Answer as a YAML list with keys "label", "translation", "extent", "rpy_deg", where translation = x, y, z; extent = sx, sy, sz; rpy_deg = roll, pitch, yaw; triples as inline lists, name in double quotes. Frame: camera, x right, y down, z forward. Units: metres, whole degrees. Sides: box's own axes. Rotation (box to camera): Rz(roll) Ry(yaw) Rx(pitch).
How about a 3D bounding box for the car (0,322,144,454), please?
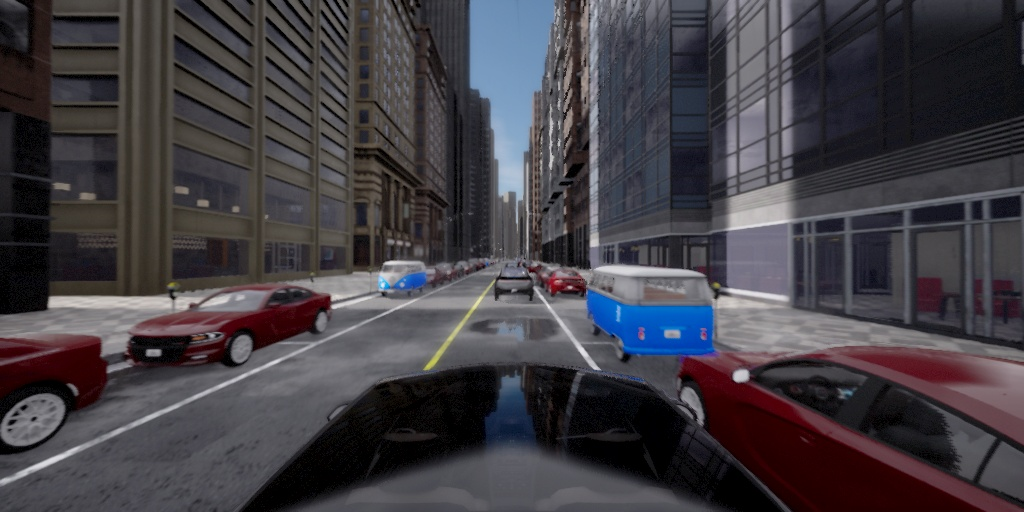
- label: "car"
  translation: [-5.763, 1.297, 2.410]
  extent: [1.888, 1.381, 4.507]
  rpy_deg: [0, 0, 0]

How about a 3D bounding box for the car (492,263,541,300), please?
- label: "car"
  translation: [0.092, 1.313, 17.990]
  extent: [2.128, 1.511, 4.902]
  rpy_deg: [0, 0, 0]

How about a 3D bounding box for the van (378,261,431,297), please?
- label: "van"
  translation: [-5.771, 1.167, 19.216]
  extent: [1.690, 1.789, 3.998]
  rpy_deg: [0, 0, 0]

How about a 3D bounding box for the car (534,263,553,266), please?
- label: "car"
  translation: [2.752, 1.292, 24.832]
  extent: [1.967, 1.591, 4.097]
  rpy_deg: [0, 0, 0]

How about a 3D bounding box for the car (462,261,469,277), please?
- label: "car"
  translation: [-5.779, 1.466, 36.021]
  extent: [1.948, 1.339, 4.313]
  rpy_deg: [0, 0, 0]

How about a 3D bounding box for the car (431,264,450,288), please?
- label: "car"
  translation: [-5.774, 1.433, 24.817]
  extent: [1.802, 1.307, 4.207]
  rpy_deg: [0, 0, 0]

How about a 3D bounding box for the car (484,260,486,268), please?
- label: "car"
  translation: [-5.790, 1.583, 58.427]
  extent: [1.802, 1.307, 4.207]
  rpy_deg: [0, 0, 0]

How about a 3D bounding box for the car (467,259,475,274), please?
- label: "car"
  translation: [-5.782, 1.365, 41.623]
  extent: [1.967, 1.591, 4.097]
  rpy_deg: [0, 0, 0]

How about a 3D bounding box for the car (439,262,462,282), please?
- label: "car"
  translation: [-5.776, 1.315, 30.420]
  extent: [1.967, 1.591, 4.097]
  rpy_deg: [0, 0, 0]

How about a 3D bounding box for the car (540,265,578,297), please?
- label: "car"
  translation: [2.754, 1.373, 19.230]
  extent: [1.888, 1.381, 4.507]
  rpy_deg: [0, 0, 0]

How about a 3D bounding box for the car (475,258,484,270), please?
- label: "car"
  translation: [-5.787, 1.290, 52.826]
  extent: [2.192, 1.841, 5.009]
  rpy_deg: [0, 0, 0]

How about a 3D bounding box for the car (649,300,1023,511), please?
- label: "car"
  translation: [2.762, 1.299, 2.423]
  extent: [1.888, 1.381, 4.507]
  rpy_deg: [0, 0, 0]

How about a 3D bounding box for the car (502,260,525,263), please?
- label: "car"
  translation: [0.084, 1.406, 35.928]
  extent: [1.837, 1.490, 4.892]
  rpy_deg: [0, 0, 0]

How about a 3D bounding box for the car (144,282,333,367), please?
- label: "car"
  translation: [-5.766, 1.322, 8.013]
  extent: [1.888, 1.381, 4.507]
  rpy_deg: [0, 0, 0]

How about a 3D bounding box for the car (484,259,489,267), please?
- label: "car"
  translation: [-5.792, 1.342, 64.029]
  extent: [2.192, 1.841, 5.009]
  rpy_deg: [0, 0, 0]

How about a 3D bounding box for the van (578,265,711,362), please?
- label: "van"
  translation: [2.760, 1.119, 8.025]
  extent: [1.690, 1.789, 3.998]
  rpy_deg: [0, 0, 0]

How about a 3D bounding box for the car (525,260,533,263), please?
- label: "car"
  translation: [2.744, 1.472, 41.638]
  extent: [1.888, 1.381, 4.507]
  rpy_deg: [0, 0, 0]

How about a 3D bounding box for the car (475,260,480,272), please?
- label: "car"
  translation: [-5.785, 1.516, 47.224]
  extent: [1.948, 1.339, 4.313]
  rpy_deg: [0, 0, 0]
